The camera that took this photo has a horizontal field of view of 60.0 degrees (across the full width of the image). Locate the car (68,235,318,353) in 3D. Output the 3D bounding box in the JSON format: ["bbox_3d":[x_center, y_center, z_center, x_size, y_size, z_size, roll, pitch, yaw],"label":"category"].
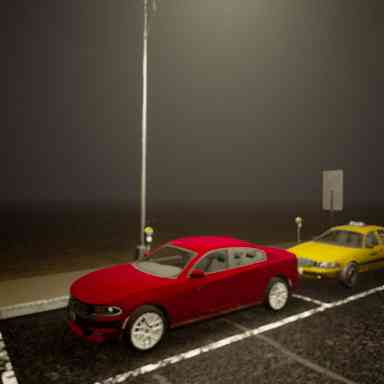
[{"bbox_3d":[0.088,1.548,6.150,4.507,1.381,1.887,0,1,-35],"label":"car"}]

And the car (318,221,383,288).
[{"bbox_3d":[4.457,1.534,9.265,4.829,1.417,1.752,0,1,-35],"label":"car"}]
